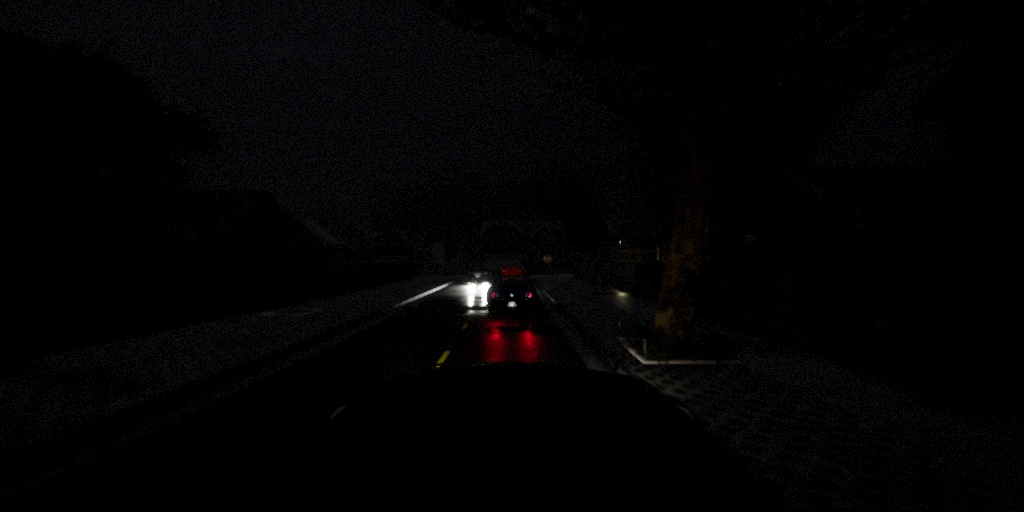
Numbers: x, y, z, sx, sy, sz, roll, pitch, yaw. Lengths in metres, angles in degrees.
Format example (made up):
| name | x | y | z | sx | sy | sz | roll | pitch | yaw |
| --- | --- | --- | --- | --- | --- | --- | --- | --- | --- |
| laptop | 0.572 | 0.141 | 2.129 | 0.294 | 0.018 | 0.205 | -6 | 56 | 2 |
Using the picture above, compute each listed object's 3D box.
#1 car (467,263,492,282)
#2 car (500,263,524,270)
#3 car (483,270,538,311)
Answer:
| name | x | y | z | sx | sy | sz | roll | pitch | yaw |
| --- | --- | --- | --- | --- | --- | --- | --- | --- | --- |
| car | -2.777 | 1.395 | 31.368 | 2.128 | 1.511 | 4.902 | 0 | 0 | 0 |
| car | 0.017 | 1.377 | 30.724 | 1.882 | 1.535 | 5.008 | 0 | 0 | 0 |
| car | 0.016 | 1.443 | 15.054 | 1.895 | 1.301 | 4.718 | 0 | 0 | 0 |
